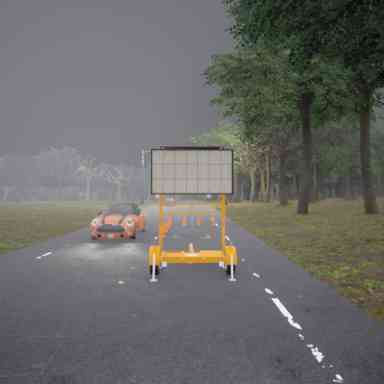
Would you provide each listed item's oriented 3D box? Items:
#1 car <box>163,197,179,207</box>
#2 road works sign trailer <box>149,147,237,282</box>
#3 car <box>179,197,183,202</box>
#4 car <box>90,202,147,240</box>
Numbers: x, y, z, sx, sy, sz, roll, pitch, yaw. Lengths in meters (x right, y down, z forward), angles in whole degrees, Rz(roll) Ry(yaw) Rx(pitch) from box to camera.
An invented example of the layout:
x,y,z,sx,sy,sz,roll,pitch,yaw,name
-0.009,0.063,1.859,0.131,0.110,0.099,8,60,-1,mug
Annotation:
x,y,z,sx,sy,sz,roll,pitch,yaw,name
-3.644,1.665,54.750,1.812,1.442,4.674,0,0,0,car
0.000,0.473,9.822,2.380,3.560,2.880,0,0,-1,road works sign trailer
-3.608,2.101,89.893,1.994,1.385,4.181,0,-1,0,car
-3.620,1.370,17.000,2.097,1.767,4.553,0,0,0,car
